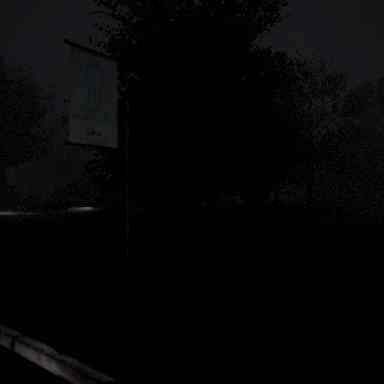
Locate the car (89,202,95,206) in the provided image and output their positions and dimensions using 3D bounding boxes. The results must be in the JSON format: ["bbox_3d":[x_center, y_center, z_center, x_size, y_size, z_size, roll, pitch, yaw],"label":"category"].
[{"bbox_3d":[-12.508,1.508,49.342,2.033,1.411,5.357,0,0,38],"label":"car"}]

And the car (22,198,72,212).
[{"bbox_3d":[-16.501,1.470,38.652,1.882,1.535,5.008,0,0,39],"label":"car"}]

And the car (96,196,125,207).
[{"bbox_3d":[-10.185,1.185,46.638,2.150,2.045,5.566,0,0,38],"label":"car"}]

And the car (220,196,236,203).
[{"bbox_3d":[6.998,1.377,64.436,1.994,1.385,4.181,0,0,32],"label":"car"}]

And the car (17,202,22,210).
[{"bbox_3d":[-18.964,1.484,41.176,2.128,1.511,4.902,0,0,39],"label":"car"}]
